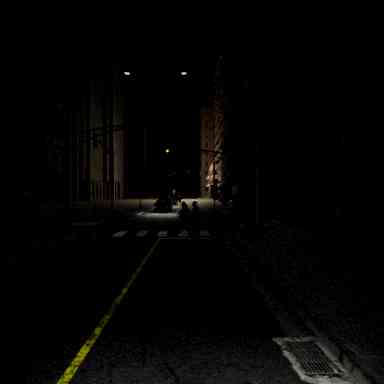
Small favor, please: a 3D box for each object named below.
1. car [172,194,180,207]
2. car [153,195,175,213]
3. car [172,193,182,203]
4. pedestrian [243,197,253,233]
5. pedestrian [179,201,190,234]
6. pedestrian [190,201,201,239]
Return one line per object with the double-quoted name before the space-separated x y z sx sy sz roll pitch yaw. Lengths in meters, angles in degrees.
"car" -3.336 1.527 52.851 1.812 1.442 4.674 0 0 0
"car" -3.273 1.480 37.807 1.882 1.535 5.008 0 1 0
"car" -3.323 1.221 69.212 2.150 2.045 5.566 0 0 0
"pedestrian" 2.826 1.139 16.613 0.375 1.860 0.375 0 0 0
"pedestrian" -0.361 1.294 17.197 0.375 1.860 0.375 0 0 0
"pedestrian" 0.191 1.294 16.000 0.375 1.860 0.375 0 0 0
